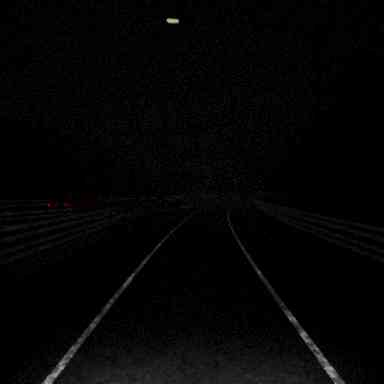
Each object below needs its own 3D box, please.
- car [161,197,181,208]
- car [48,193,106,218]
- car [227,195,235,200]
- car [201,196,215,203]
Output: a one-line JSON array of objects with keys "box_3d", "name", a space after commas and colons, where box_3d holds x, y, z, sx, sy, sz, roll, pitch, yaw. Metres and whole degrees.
[{"box_3d": [-2.953, 1.498, 47.310, 1.812, 1.442, 4.674, 0, 0, 17], "name": "car"}, {"box_3d": [-9.091, 1.138, 26.703, 2.150, 2.045, 5.566, 0, 0, 17], "name": "car"}, {"box_3d": [11.049, 1.542, 94.309, 2.033, 1.411, 5.357, 0, 0, 17], "name": "car"}, {"box_3d": [3.344, 1.544, 68.444, 2.033, 1.411, 5.357, 0, 0, 17], "name": "car"}]
